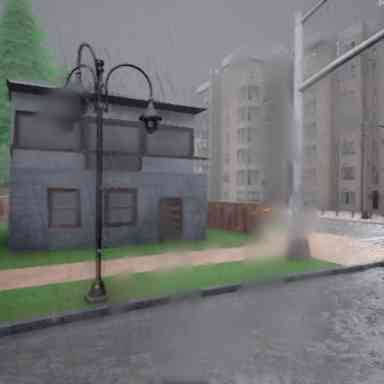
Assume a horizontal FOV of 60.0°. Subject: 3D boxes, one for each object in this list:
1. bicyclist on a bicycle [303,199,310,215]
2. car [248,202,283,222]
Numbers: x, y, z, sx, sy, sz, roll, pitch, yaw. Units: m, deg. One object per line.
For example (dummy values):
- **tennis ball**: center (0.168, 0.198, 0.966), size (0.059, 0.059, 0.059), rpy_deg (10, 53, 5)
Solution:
- **bicyclist on a bicycle**: center (11.075, 1.464, 32.945), size (1.656, 1.620, 0.582), rpy_deg (0, 0, -25)
- **car**: center (5.377, 1.587, 27.502), size (1.882, 1.535, 5.008), rpy_deg (0, 0, -25)
